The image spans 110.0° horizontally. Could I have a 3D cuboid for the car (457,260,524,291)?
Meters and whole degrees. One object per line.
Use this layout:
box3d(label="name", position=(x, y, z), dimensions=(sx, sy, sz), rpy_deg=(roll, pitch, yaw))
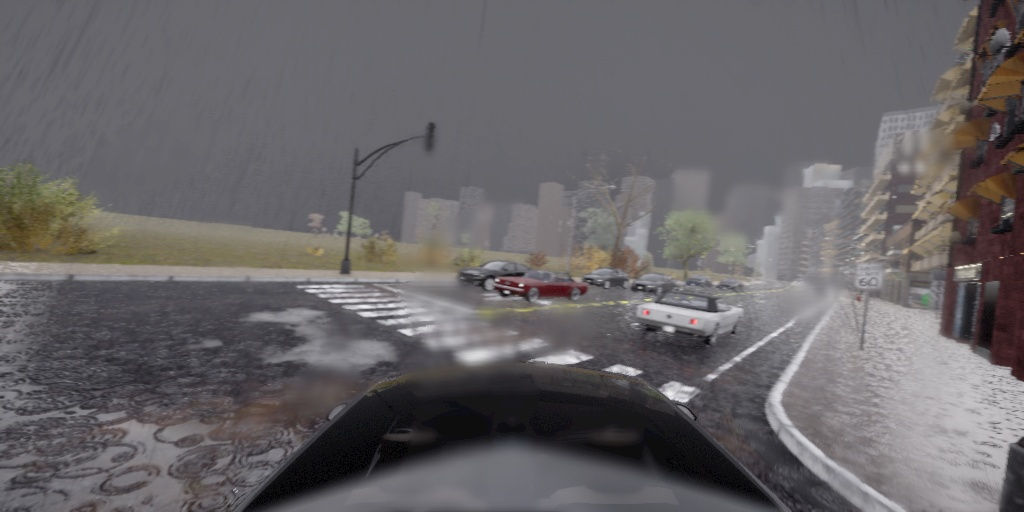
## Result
box3d(label="car", position=(-0.578, 0.949, 18.850), dimensions=(1.882, 1.535, 5.008), rpy_deg=(6, 1, 43))

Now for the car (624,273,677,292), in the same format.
box3d(label="car", position=(10.202, 1.963, 25.538), dimensions=(1.837, 1.490, 4.892), rpy_deg=(6, 2, 44))

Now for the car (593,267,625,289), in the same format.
box3d(label="car", position=(7.112, 1.631, 26.989), dimensions=(1.837, 1.490, 4.892), rpy_deg=(6, 3, 44))

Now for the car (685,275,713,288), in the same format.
box3d(label="car", position=(22.704, 3.017, 43.267), dimensions=(2.033, 1.411, 5.357), rpy_deg=(6, 1, 44))

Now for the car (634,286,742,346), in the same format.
box3d(label="car", position=(5.793, 1.816, 11.324), dimensions=(1.895, 1.301, 4.718), rpy_deg=(6, 1, 43))

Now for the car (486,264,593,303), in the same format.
box3d(label="car", position=(1.377, 1.306, 16.218), dimensions=(4.718, 1.301, 1.895), rpy_deg=(5, 1, -44))

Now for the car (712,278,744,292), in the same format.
box3d(label="car", position=(25.259, 3.301, 41.250), dimensions=(2.033, 1.411, 5.357), rpy_deg=(6, 1, 44))
